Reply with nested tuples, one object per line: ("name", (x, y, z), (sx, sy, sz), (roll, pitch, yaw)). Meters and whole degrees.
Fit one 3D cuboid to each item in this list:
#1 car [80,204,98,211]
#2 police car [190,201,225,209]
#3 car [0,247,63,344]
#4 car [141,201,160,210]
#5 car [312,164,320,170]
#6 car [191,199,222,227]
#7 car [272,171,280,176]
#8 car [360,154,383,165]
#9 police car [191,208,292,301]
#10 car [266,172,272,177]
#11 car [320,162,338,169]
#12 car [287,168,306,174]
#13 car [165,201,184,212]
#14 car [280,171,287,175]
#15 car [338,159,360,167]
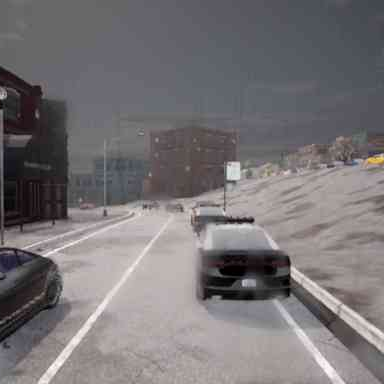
("car", (-22.248, 3.313, 72.006), (5.008, 1.535, 1.882), (-5, -3, 42))
("police car", (0.982, 1.482, 18.585), (1.930, 1.638, 5.238), (0, 0, 0))
("car", (-3.620, 1.578, 5.103), (1.994, 1.385, 4.181), (0, 0, 0))
("car", (-7.384, 2.394, 58.763), (1.837, 1.490, 4.892), (0, -2, -31))
("car", (21.528, -3.881, 55.313), (2.231, 1.521, 4.892), (0, 1, -1))
("car", (0.960, 1.453, 24.451), (2.097, 1.767, 4.553), (0, -1, 0))
("car", (20.965, -4.204, 77.415), (2.185, 1.767, 4.553), (0, 0, -1))
("car", (22.304, -3.653, 38.718), (2.097, 1.535, 5.008), (0, 1, -4))
("police car", (1.019, 1.448, 8.581), (1.930, 1.638, 5.238), (0, 0, 0))
("car", (20.824, -4.248, 82.933), (2.185, 1.767, 4.553), (0, 0, -1))
("car", (21.677, -3.819, 49.795), (2.231, 1.521, 4.892), (0, 1, -2))
("car", (21.249, -4.106, 66.249), (2.185, 1.767, 4.553), (0, 0, -1))
("car", (-2.465, 2.004, 46.166), (1.812, 1.442, 4.674), (0, -1, -16))
("car", (21.109, -3.989, 71.742), (2.002, 1.452, 4.674), (0, 1, -1))
("car", (21.931, -3.699, 44.254), (2.002, 1.452, 4.674), (0, 1, -3))
